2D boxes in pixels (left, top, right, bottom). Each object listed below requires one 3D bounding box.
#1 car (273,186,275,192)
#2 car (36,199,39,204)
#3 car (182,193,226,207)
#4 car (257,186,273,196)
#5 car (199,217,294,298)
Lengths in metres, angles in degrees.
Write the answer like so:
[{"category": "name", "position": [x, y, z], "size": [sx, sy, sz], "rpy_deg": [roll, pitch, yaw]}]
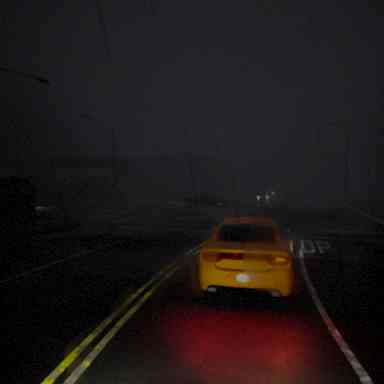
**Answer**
[{"category": "car", "position": [17.231, -0.732, 73.086], "size": [1.994, 1.385, 4.181], "rpy_deg": [1, 2, 17]}, {"category": "car", "position": [-18.427, 0.766, 34.192], "size": [5.357, 1.411, 2.033], "rpy_deg": [1, 2, 19]}, {"category": "car", "position": [1.145, 0.801, 34.352], "size": [1.895, 1.301, 4.718], "rpy_deg": [-2, 3, -44]}, {"category": "car", "position": [12.490, -0.205, 57.884], "size": [1.837, 1.490, 4.892], "rpy_deg": [1, 2, 18]}, {"category": "car", "position": [1.447, 1.356, 8.416], "size": [1.882, 1.535, 5.008], "rpy_deg": [0, 1, 12]}]
